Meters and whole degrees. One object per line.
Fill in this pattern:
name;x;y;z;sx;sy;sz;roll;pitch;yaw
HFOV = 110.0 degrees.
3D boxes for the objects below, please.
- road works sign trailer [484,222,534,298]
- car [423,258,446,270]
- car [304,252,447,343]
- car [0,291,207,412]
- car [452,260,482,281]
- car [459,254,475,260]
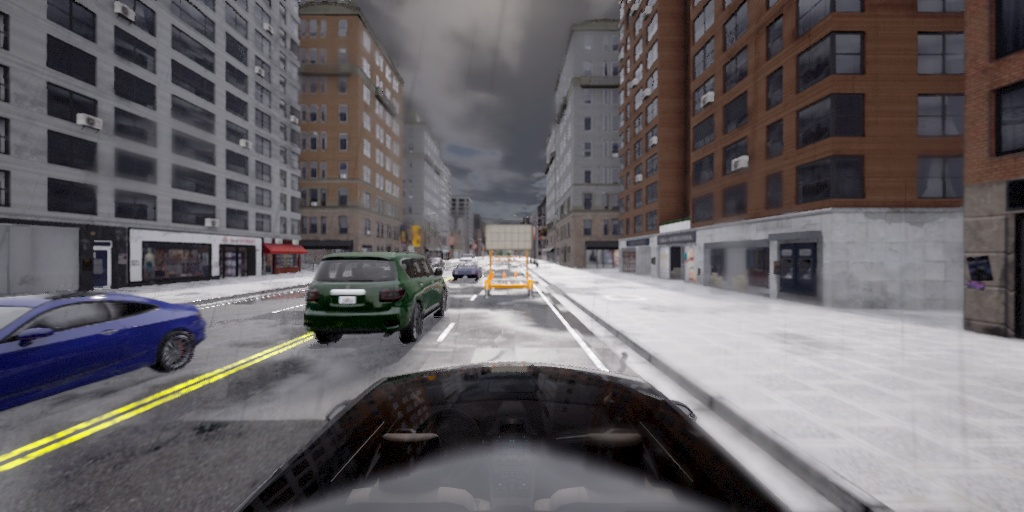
road works sign trailer;-0.151;0.127;17.832;2.380;3.560;2.880;0;0;-1
car;-10.270;1.002;47.866;2.128;1.511;4.902;0;0;0
car;-3.223;0.930;9.646;2.150;2.045;5.566;0;0;-1
car;-6.626;1.261;4.854;1.812;1.442;4.674;0;0;-1
car;-3.398;1.210;27.999;1.895;1.301;4.718;0;0;-1
car;-7.049;0.689;56.912;2.150;2.045;5.566;0;0;0
